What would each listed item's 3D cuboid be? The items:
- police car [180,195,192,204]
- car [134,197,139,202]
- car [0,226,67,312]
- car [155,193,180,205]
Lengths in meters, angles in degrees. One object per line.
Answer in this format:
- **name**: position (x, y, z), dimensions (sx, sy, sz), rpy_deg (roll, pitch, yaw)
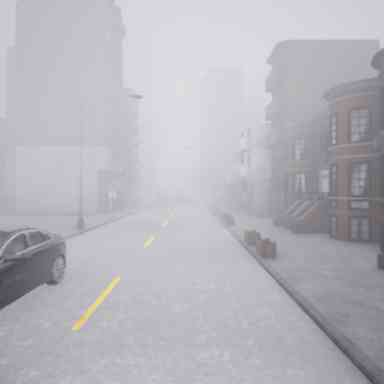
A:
- **police car**: position (-1.994, 1.420, 62.647), dimensions (1.930, 1.638, 5.238), rpy_deg (0, 0, -37)
- **car**: position (-13.227, 1.467, 67.594), dimensions (4.674, 1.442, 1.812), rpy_deg (0, 4, 0)
- **car**: position (-4.102, 1.491, 6.629), dimensions (2.128, 1.511, 4.902), rpy_deg (0, 0, 0)
- **car**: position (-4.665, 1.216, 58.166), dimensions (2.150, 2.045, 5.566), rpy_deg (1, 0, -26)
